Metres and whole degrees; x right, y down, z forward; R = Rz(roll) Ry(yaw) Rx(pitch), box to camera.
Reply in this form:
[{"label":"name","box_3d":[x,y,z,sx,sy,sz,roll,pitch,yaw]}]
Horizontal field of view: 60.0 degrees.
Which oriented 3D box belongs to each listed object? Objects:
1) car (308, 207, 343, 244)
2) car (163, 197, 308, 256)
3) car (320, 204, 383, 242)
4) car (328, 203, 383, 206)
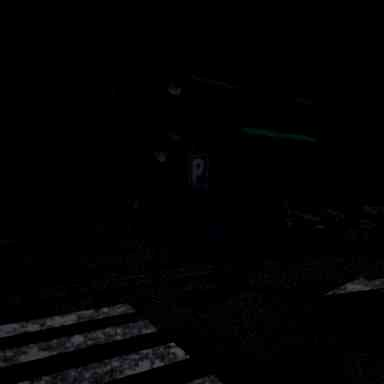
[{"label":"car","box_3d":[3.890,1.547,14.914,4.674,1.452,2.002,-1,-1,38]},{"label":"car","box_3d":[1.343,1.246,13.377,5.566,2.045,2.435,-1,-1,38]},{"label":"car","box_3d":[6.405,1.517,16.470,4.892,1.521,2.231,-1,-1,38]},{"label":"car","box_3d":[8.904,1.400,18.041,4.553,1.767,2.185,-1,-1,38]}]
